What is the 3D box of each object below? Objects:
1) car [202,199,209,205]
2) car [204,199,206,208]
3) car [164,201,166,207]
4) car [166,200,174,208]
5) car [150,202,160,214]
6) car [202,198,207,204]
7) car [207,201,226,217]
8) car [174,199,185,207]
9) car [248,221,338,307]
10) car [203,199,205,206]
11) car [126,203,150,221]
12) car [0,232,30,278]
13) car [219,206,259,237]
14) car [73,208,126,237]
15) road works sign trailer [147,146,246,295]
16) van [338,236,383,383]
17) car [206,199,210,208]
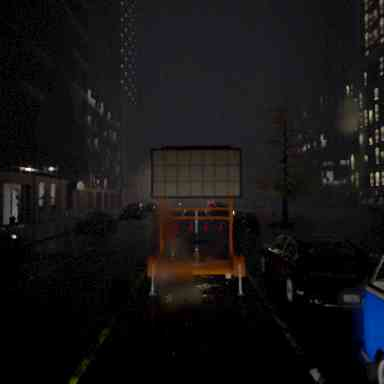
[{"bbox_3d":[3.521,2.529,87.763,1.752,1.417,4.829,0,-1,1],"label":"car"},{"bbox_3d":[3.152,2.081,47.775,1.887,1.381,4.507,0,-1,1],"label":"car"},{"bbox_3d":[-5.228,2.108,47.874,1.887,1.381,4.507,0,-1,1],"label":"car"},{"bbox_3d":[-5.070,2.306,64.940,1.887,1.381,4.507,0,-1,1],"label":"car"},{"bbox_3d":[-5.281,2.049,42.186,2.008,1.369,4.403,0,-1,1],"label":"car"},{"bbox_3d":[3.257,2.218,59.152,2.008,1.369,4.403,0,-1,1],"label":"car"},{"bbox_3d":[3.047,1.957,36.398,2.008,1.369,4.403,0,-1,1],"label":"car"},{"bbox_3d":[-2.364,2.272,67.293,2.128,1.511,4.902,0,-1,1],"label":"car"},{"bbox_3d":[2.784,1.634,7.957,2.008,1.369,4.403,0,-1,1],"label":"car"},{"bbox_3d":[3.204,2.184,53.463,1.802,1.307,4.206,0,-1,1],"label":"car"},{"bbox_3d":[-5.385,1.809,30.811,1.967,1.590,4.097,0,-1,1],"label":"car"},{"bbox_3d":[-5.596,1.676,8.055,1.947,1.339,4.313,0,-1,1],"label":"car"},{"bbox_3d":[2.890,1.762,19.334,2.008,1.369,4.403,0,-1,1],"label":"car"},{"bbox_3d":[-5.490,1.790,19.432,2.008,1.369,4.403,0,-1,1],"label":"car"},{"bbox_3d":[0.118,0.567,8.957,2.380,3.560,2.880,0,-1,1],"label":"road works sign trailer"},{"bbox_3d":[2.733,1.360,2.271,1.690,1.788,3.998,0,-1,1],"label":"van"},{"bbox_3d":[3.099,1.911,42.087,1.967,1.590,4.097,0,-1,1],"label":"car"}]
